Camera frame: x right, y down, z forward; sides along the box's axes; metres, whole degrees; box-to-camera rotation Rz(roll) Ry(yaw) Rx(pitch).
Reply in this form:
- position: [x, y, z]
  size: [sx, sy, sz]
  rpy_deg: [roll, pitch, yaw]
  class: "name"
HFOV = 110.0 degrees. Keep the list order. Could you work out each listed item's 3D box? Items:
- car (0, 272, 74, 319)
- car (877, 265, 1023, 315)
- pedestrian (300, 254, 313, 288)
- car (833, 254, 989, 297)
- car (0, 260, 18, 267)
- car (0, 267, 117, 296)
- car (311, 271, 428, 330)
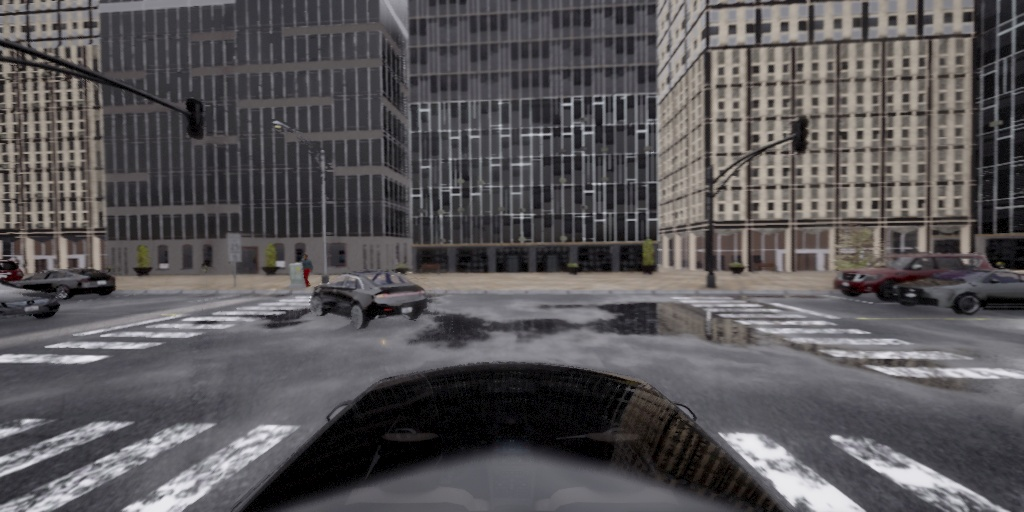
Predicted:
- position: [-16.963, 1.358, 11.090]
  size: [4.674, 1.442, 1.812]
  rpy_deg: [0, 1, 4]
  class: "car"
- position: [15.490, 1.133, 12.012]
  size: [4.181, 1.385, 1.994]
  rpy_deg: [0, 1, 4]
  class: "car"
- position: [-11.018, 0.771, 19.281]
  size: [0.375, 1.860, 0.375]
  rpy_deg: [-1, 1, 4]
  class: "pedestrian"
- position: [16.222, 0.830, 14.571]
  size: [5.009, 1.841, 2.192]
  rpy_deg: [0, 0, 4]
  class: "car"
- position: [-27.106, 1.105, 17.624]
  size: [5.009, 1.841, 2.192]
  rpy_deg: [0, 0, 4]
  class: "car"
- position: [-21.596, 1.318, 17.236]
  size: [4.313, 1.339, 1.948]
  rpy_deg: [0, 0, 4]
  class: "car"
- position: [-4.621, 1.225, 11.254]
  size: [4.902, 1.511, 2.128]
  rpy_deg: [1, 1, 42]
  class: "car"
